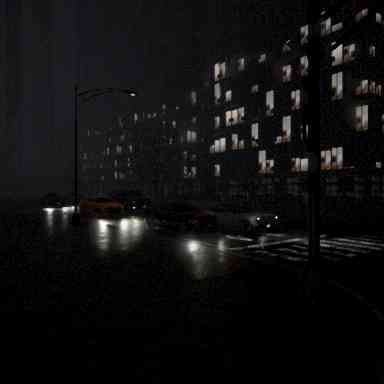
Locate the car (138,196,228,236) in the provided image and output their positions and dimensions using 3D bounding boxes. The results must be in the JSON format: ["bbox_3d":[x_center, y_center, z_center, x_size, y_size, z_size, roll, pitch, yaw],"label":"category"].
[{"bbox_3d":[-0.661,1.231,17.325,1.882,1.535,5.008,0,1,-37],"label":"car"}]

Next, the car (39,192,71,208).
[{"bbox_3d":[-14.989,0.828,35.628,1.837,1.490,4.892,0,2,-38],"label":"car"}]

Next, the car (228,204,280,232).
[{"bbox_3d":[2.508,1.368,18.580,1.895,1.301,4.718,0,1,-39],"label":"car"}]

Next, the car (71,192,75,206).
[{"bbox_3d":[-13.840,0.760,39.447,1.882,1.535,5.008,0,2,-38],"label":"car"}]

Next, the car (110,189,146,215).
[{"bbox_3d":[-5.378,0.756,28.596,2.150,2.045,5.566,0,1,-38],"label":"car"}]

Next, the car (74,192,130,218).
[{"bbox_3d":[-6.977,1.044,25.373,1.882,1.535,5.008,0,1,-38],"label":"car"}]
